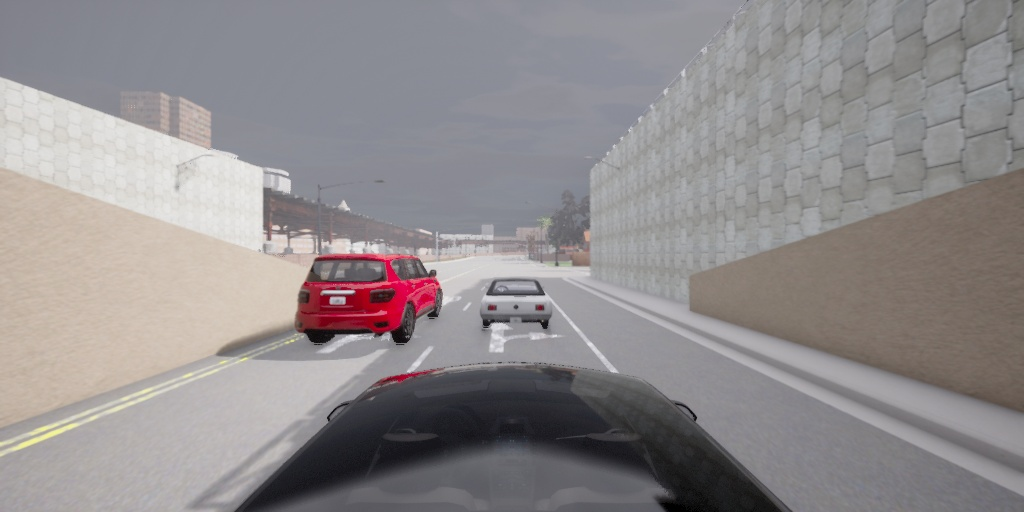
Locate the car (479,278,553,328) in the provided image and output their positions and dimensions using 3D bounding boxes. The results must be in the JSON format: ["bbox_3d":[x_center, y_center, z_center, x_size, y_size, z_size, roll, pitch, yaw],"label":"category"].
[{"bbox_3d":[0.103,1.337,11.301,1.895,1.301,4.718,0,0,0],"label":"car"}]

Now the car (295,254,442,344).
[{"bbox_3d":[-3.401,0.961,9.675,2.150,2.045,5.566,0,0,0],"label":"car"}]
